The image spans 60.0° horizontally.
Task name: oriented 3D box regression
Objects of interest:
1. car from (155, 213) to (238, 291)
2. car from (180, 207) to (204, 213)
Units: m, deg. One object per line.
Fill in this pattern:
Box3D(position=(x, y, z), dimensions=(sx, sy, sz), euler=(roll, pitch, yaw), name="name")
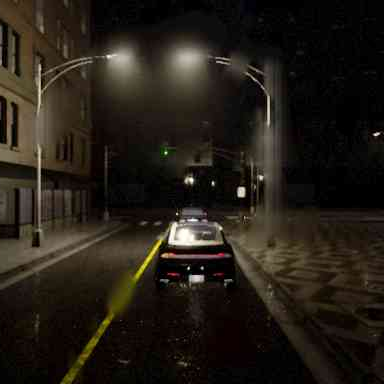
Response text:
Box3D(position=(0.094, 1.557, 9.156), dimensions=(2.128, 1.511, 4.902), euler=(0, -1, 0), name="car")
Box3D(position=(-0.018, 1.703, 21.426), dimensions=(2.033, 1.411, 5.357), euler=(0, 0, -2), name="car")
